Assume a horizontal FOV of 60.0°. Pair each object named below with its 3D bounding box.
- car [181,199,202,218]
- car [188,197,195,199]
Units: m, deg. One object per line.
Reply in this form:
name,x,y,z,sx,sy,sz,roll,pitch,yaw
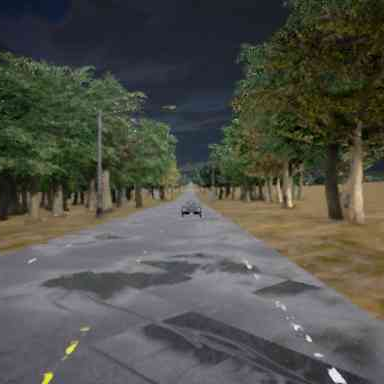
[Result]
car,-0.047,1.570,30.515,1.895,1.301,4.718,0,0,0
car,-0.096,1.768,61.541,1.882,1.535,5.008,0,-1,0
